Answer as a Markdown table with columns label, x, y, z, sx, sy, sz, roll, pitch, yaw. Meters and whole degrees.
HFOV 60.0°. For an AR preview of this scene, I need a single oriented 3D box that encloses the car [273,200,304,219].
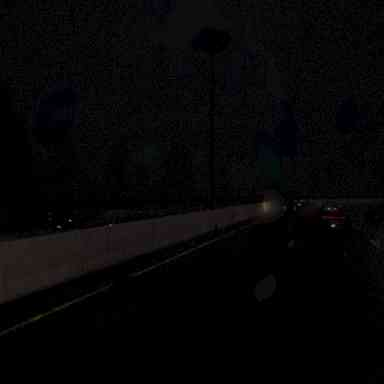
| label | x | y | z | sx | sy | sz | roll | pitch | yaw |
| --- | --- | --- | --- | --- | --- | --- | --- | --- | --- |
| car | 8.817 | 1.489 | 30.506 | 2.097 | 1.767 | 4.553 | 0 | 0 | 22 |

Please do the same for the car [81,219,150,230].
| label | x | y | z | sx | sy | sz | roll | pitch | yaw |
| --- | --- | --- | --- | --- | --- | --- | --- | --- | --- |
| car | -3.823 | 1.563 | 17.996 | 1.812 | 1.442 | 4.674 | 0 | 0 | 21 |

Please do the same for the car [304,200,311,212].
| label | x | y | z | sx | sy | sz | roll | pitch | yaw |
| --- | --- | --- | --- | --- | --- | --- | --- | --- | --- |
| car | 13.952 | 1.688 | 41.442 | 2.128 | 1.511 | 4.902 | 0 | 0 | 28 |

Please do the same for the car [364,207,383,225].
| label | x | y | z | sx | sy | sz | roll | pitch | yaw |
| --- | --- | --- | --- | --- | --- | --- | --- | --- | --- |
| car | 14.014 | 1.744 | 24.702 | 1.895 | 1.301 | 4.718 | 0 | 0 | 21 |

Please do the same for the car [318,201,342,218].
| label | x | y | z | sx | sy | sz | roll | pitch | yaw |
| --- | --- | --- | --- | --- | --- | --- | --- | --- | --- |
| car | 14.315 | 1.723 | 34.393 | 2.033 | 1.411 | 5.357 | 0 | 0 | 25 |

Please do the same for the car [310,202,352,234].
| label | x | y | z | sx | sy | sz | roll | pitch | yaw |
| --- | --- | --- | --- | --- | --- | --- | --- | --- | --- |
| car | 8.422 | 1.594 | 19.988 | 2.128 | 1.511 | 4.902 | 0 | 0 | 21 |
